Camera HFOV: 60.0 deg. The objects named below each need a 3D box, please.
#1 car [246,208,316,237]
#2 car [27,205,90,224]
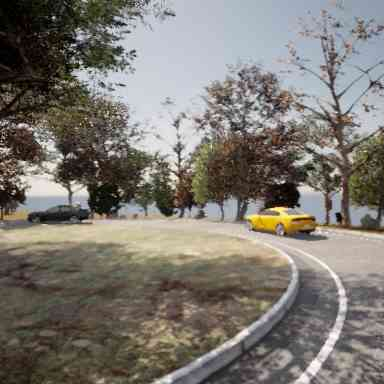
[{"bbox_3d":[5.130,1.696,19.904,1.882,1.535,5.008,1,-1,-24],"label":"car"},{"bbox_3d":[-11.400,1.920,28.541,5.008,1.535,1.882,0,-1,-5],"label":"car"}]
